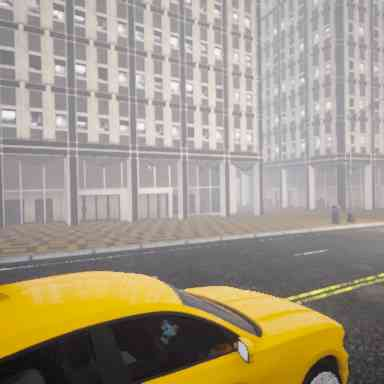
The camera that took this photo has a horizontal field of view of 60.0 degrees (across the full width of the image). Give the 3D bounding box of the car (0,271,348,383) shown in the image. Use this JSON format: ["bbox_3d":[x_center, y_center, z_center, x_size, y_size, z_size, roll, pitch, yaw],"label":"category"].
[{"bbox_3d":[-0.690,1.475,2.821,5.008,1.535,1.882,0,0,-34],"label":"car"}]
